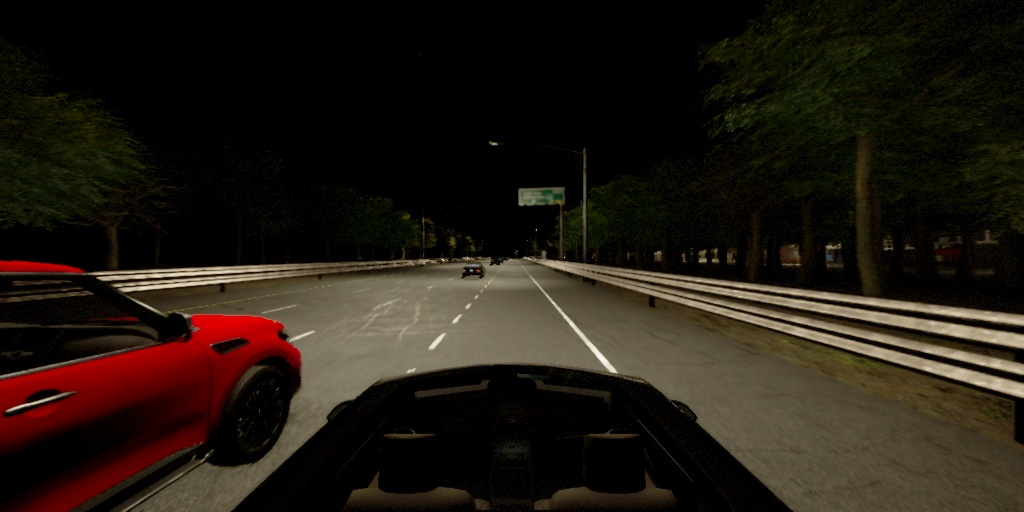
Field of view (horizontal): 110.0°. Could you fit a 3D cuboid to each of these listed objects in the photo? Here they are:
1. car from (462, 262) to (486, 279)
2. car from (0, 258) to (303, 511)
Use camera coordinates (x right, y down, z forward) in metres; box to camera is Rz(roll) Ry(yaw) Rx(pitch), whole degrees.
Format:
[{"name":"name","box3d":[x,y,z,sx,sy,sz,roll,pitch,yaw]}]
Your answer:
[{"name":"car","box3d":[-3.442,1.289,32.867,2.033,1.411,5.357,0,0,0]},{"name":"car","box3d":[-3.501,0.971,1.776,2.150,2.045,5.566,0,0,0]}]
